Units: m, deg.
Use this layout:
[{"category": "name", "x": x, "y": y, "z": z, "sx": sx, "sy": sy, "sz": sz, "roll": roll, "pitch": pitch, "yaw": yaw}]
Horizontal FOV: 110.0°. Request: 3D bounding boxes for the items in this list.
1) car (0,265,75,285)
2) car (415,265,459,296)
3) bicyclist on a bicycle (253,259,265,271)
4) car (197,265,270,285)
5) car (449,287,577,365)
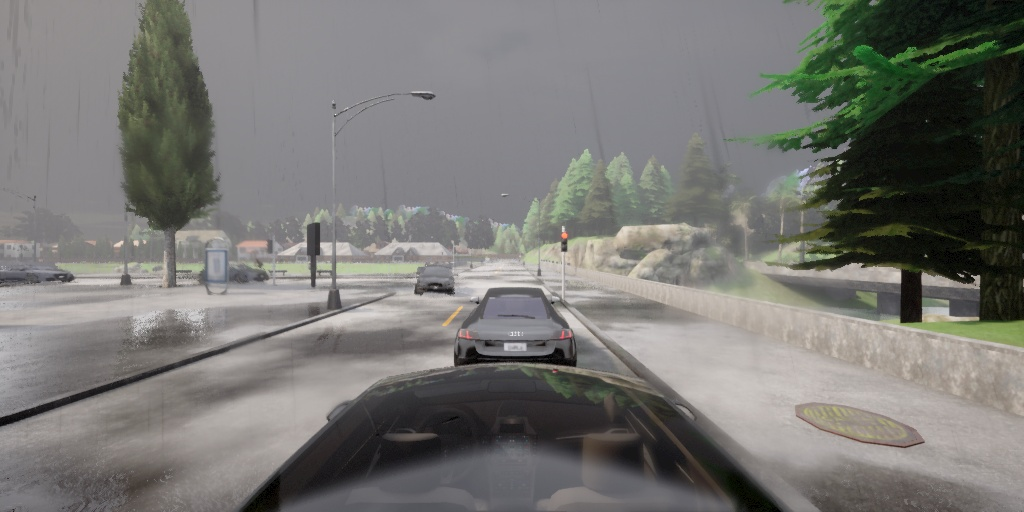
[{"category": "car", "x": -34.349, "y": 1.313, "z": 25.736, "sx": 4.181, "sy": 1.385, "sz": 1.994, "roll": 0, "pitch": 0, "yaw": 0}, {"category": "car", "x": -3.997, "y": 1.255, "z": 19.368, "sx": 1.837, "sy": 1.490, "sz": 4.892, "roll": 3, "pitch": -1, "yaw": -9}, {"category": "bicyclist on a bicycle", "x": -24.100, "y": 1.099, "z": 34.130, "sx": 0.582, "sy": 1.620, "sz": 1.656, "roll": 0, "pitch": 0, "yaw": 0}, {"category": "car", "x": -19.902, "y": 1.313, "z": 25.732, "sx": 4.181, "sy": 1.385, "sz": 1.994, "roll": 0, "pitch": 0, "yaw": 0}, {"category": "car", "x": 0.063, "y": 1.314, "z": 7.307, "sx": 1.994, "sy": 1.385, "sz": 4.181, "roll": 0, "pitch": 0, "yaw": 0}]
